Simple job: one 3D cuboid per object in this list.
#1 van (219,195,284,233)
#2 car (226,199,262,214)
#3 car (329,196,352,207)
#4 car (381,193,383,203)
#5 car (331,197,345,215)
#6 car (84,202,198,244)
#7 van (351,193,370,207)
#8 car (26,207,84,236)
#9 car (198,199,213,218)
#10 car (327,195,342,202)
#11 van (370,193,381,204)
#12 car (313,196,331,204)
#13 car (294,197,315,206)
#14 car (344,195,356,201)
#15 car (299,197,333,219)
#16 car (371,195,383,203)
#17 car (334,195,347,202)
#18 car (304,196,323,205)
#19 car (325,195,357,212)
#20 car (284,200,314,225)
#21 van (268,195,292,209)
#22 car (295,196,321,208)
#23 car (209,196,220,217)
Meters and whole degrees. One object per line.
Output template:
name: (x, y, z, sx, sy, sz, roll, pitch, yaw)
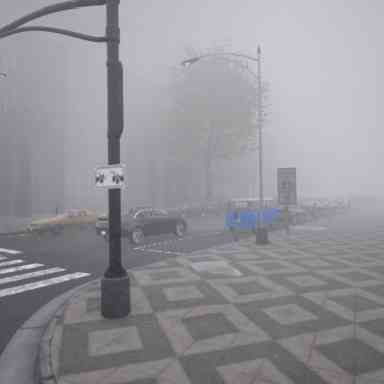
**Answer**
van: (3.401, 1.213, 18.379, 1.690, 1.788, 3.998, -1, 0, 36)
car: (5.695, 1.529, 36.148, 2.008, 1.369, 4.403, -1, 0, 36)
car: (21.820, 1.376, 48.686, 2.033, 1.411, 5.357, -1, -1, 36)
car: (31.969, 1.274, 58.053, 1.752, 1.417, 4.829, -1, -1, 36)
car: (12.893, 1.408, 31.557, 1.802, 1.307, 4.206, -1, 0, 36)
car: (-2.156, 1.429, 15.387, 2.128, 1.511, 4.902, -1, -1, 36)
van: (22.378, 1.127, 44.737, 1.690, 1.788, 3.998, -1, 0, 36)
car: (-6.772, 1.564, 18.843, 1.752, 1.417, 4.829, -1, 0, 36)
car: (-0.485, 1.552, 27.563, 1.887, 1.381, 4.507, -1, 0, 36)
car: (30.005, 1.432, 69.913, 2.008, 1.369, 4.403, -1, -1, 36)
van: (28.704, 1.102, 53.524, 1.690, 1.788, 3.998, -1, -1, 36)
car: (24.237, 1.453, 61.901, 2.008, 1.369, 4.403, -1, -1, 36)
car: (18.056, 1.492, 53.316, 1.947, 1.339, 4.313, -1, 0, 36)
car: (39.549, 1.401, 83.168, 2.008, 1.369, 4.403, -1, -1, 36)
car: (9.729, 1.385, 27.163, 1.887, 1.381, 4.507, -1, 0, 36)
car: (35.033, 1.304, 62.308, 1.947, 1.339, 4.313, -1, -1, 36)
car: (33.187, 1.416, 74.331, 1.887, 1.381, 4.507, -1, -1, 36)
car: (21.047, 1.440, 57.471, 1.752, 1.417, 4.829, -1, -1, 36)
car: (16.055, 1.363, 35.949, 2.008, 1.369, 4.403, -1, 0, 36)
car: (6.567, 1.422, 22.770, 1.947, 1.339, 4.313, -1, 0, 36)
van: (11.873, 1.292, 44.734, 1.690, 1.788, 3.998, -1, 0, 36)
car: (15.977, 1.386, 45.707, 2.128, 1.511, 4.902, -1, -1, 36)
car: (2.602, 1.307, 31.857, 2.192, 1.841, 5.009, -1, 0, 36)
